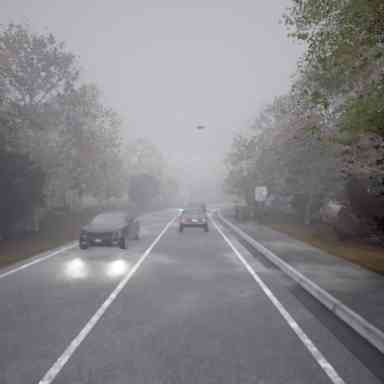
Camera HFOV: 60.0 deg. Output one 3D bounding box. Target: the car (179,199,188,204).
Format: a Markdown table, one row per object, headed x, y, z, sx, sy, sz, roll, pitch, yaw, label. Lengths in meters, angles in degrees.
| x | y | z | sx | sy | sz | roll | pitch | yaw | label |
| --- | --- | --- | --- | --- | --- | --- | --- | --- | --- |
| -0.939 | 2.010 | 56.219 | 2.128 | 1.511 | 4.902 | 1 | 0 | 11 | car |

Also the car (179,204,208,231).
| x | y | z | sx | sy | sz | roll | pitch | yaw | label |
| --- | --- | --- | --- | --- | --- | --- | --- | --- | --- |
| 0.097 | 1.746 | 22.159 | 2.033 | 1.411 | 5.357 | 0 | -1 | 0 | car |

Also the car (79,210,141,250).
| x | y | z | sx | sy | sz | roll | pitch | yaw | label |
| --- | --- | --- | --- | --- | --- | --- | --- | --- | --- |
| -3.576 | 1.608 | 15.205 | 1.882 | 1.535 | 5.008 | 0 | -1 | 0 | car |

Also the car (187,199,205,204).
| x | y | z | sx | sy | sz | roll | pitch | yaw | label |
| --- | --- | --- | --- | --- | --- | --- | --- | --- | --- |
| 0.997 | 1.926 | 44.244 | 2.128 | 1.511 | 4.902 | 0 | -1 | 6 | car |
